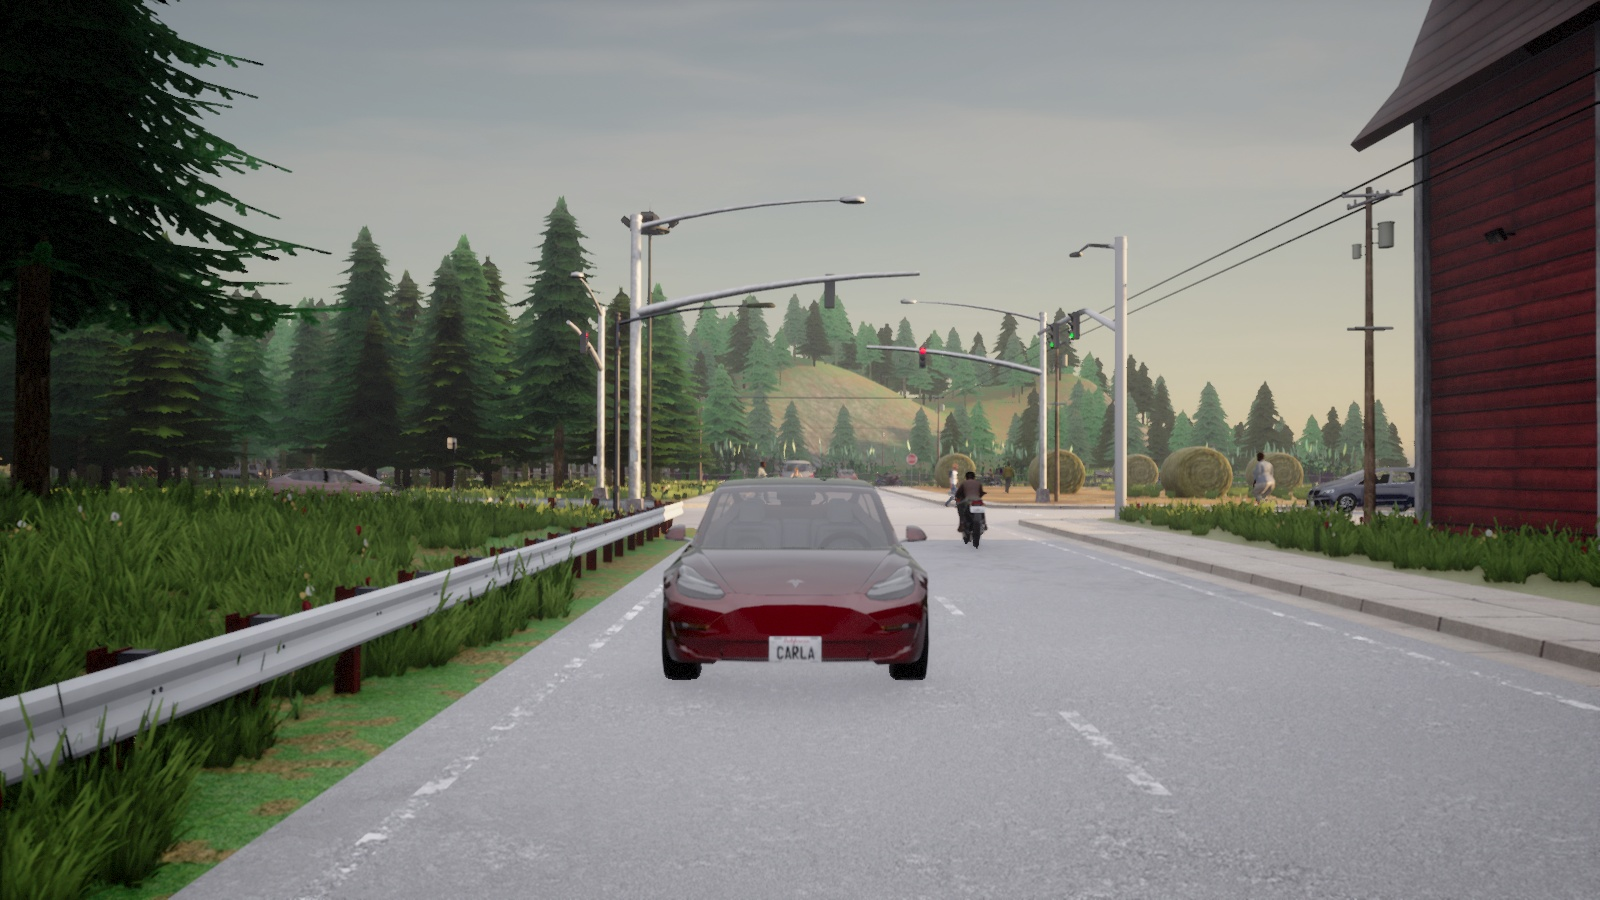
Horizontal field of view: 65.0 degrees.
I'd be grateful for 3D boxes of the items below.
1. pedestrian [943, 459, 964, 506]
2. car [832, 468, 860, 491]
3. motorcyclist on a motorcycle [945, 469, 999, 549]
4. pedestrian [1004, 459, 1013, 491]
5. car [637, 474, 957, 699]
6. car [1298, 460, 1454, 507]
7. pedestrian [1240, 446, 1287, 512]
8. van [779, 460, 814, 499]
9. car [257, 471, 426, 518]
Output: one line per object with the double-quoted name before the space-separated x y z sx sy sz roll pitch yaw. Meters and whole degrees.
"pedestrian" 6.056 1.281 49.549 0.706 1.836 0.354 -1 -1 24
"car" 3.265 2.091 89.471 1.789 1.549 3.705 0 -1 0
"motorcyclist on a motorcycle" 3.433 1.150 25.208 0.797 1.523 2.044 0 -1 0
"pedestrian" 12.049 1.465 72.617 0.370 1.835 0.726 -1 -1 19
"car" -0.029 0.971 10.911 2.163 1.488 4.792 0 -1 0
"car" 20.880 1.213 45.674 4.611 1.667 2.242 0 -1 -1
"pedestrian" 13.151 0.814 35.643 0.874 1.855 0.900 0 -1 -25
"van" -0.175 1.535 66.031 1.775 1.987 4.442 0 -1 0
"car" -15.044 1.453 41.423 4.792 1.488 2.163 0 -1 -1
